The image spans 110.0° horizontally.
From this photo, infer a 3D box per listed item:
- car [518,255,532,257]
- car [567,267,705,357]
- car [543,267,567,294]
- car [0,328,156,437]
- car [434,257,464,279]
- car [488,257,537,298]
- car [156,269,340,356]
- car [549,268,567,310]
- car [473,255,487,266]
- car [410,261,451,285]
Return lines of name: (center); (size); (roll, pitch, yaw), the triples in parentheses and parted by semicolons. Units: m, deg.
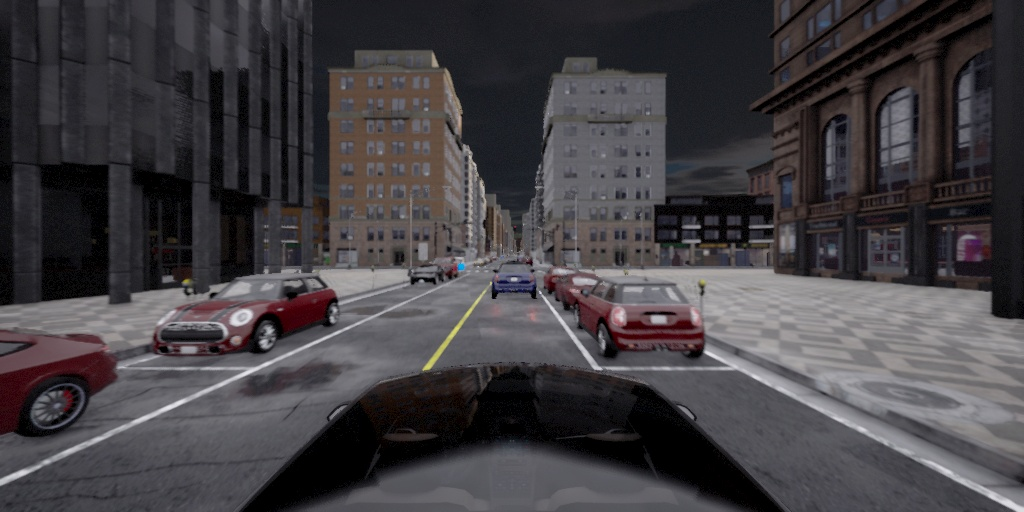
car: (2.676, 0.839, 63.679); (2.192, 1.841, 5.009); (0, 0, 0)
car: (2.669, 1.173, 8.463); (1.967, 1.591, 4.097); (0, 0, 0)
car: (2.670, 1.248, 19.742); (1.888, 1.381, 4.507); (0, 0, 0)
car: (-5.858, 1.330, 2.848); (1.802, 1.307, 4.207); (0, 0, 0)
car: (-5.854, 0.988, 31.048); (2.192, 1.841, 5.009); (0, 0, 0)
car: (0.100, 1.058, 18.097); (2.097, 1.767, 4.553); (0, 0, 0)
car: (-5.857, 1.173, 8.489); (1.967, 1.591, 4.097); (0, 0, 0)
car: (2.670, 1.300, 14.103); (1.802, 1.307, 4.207); (0, 0, 0)
car: (-5.850, 1.050, 63.537); (1.751, 1.417, 4.829); (0, 0, 0)
car: (-5.855, 1.254, 25.408); (1.948, 1.339, 4.313); (0, 0, 0)
